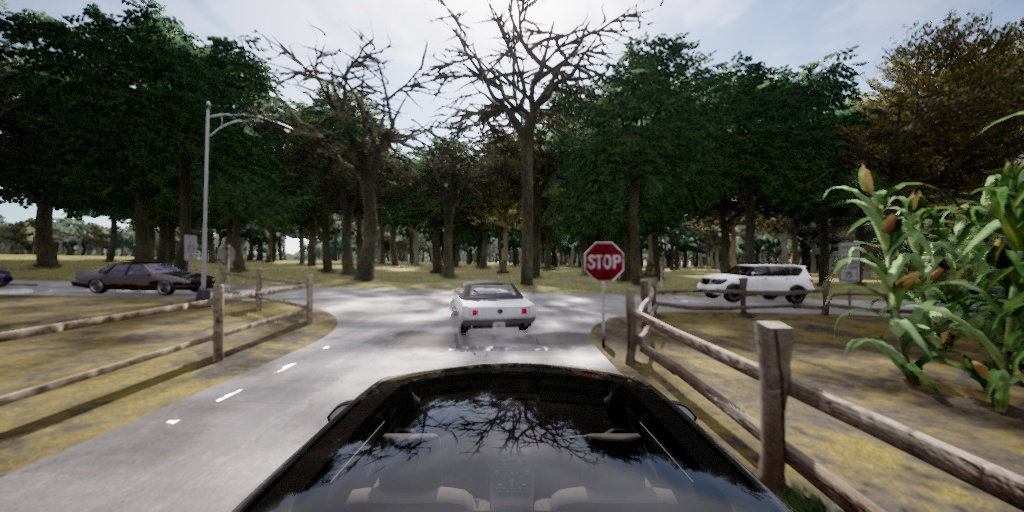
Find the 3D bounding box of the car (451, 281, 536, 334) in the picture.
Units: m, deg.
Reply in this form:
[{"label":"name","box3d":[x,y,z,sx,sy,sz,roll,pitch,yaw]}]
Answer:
[{"label":"car","box3d":[-0.792,1.404,10.930,1.895,1.301,4.718,0,0,-13]}]

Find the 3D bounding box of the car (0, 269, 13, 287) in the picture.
[{"label":"car","box3d":[-26.523,0.764,16.735,4.674,1.442,1.812,1,0,0]}]

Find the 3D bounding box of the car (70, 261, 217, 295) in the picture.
[{"label":"car","box3d":[-17.000,1.010,16.705,5.357,1.411,2.033,1,0,0]}]

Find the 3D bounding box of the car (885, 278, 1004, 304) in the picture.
[{"label":"car","box3d":[23.393,1.918,19.521,5.008,1.535,1.882,1,0,0]}]

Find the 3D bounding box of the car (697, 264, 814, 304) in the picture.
[{"label":"car","box3d":[13.186,1.420,19.541,5.566,2.045,2.150,1,0,-1]}]
